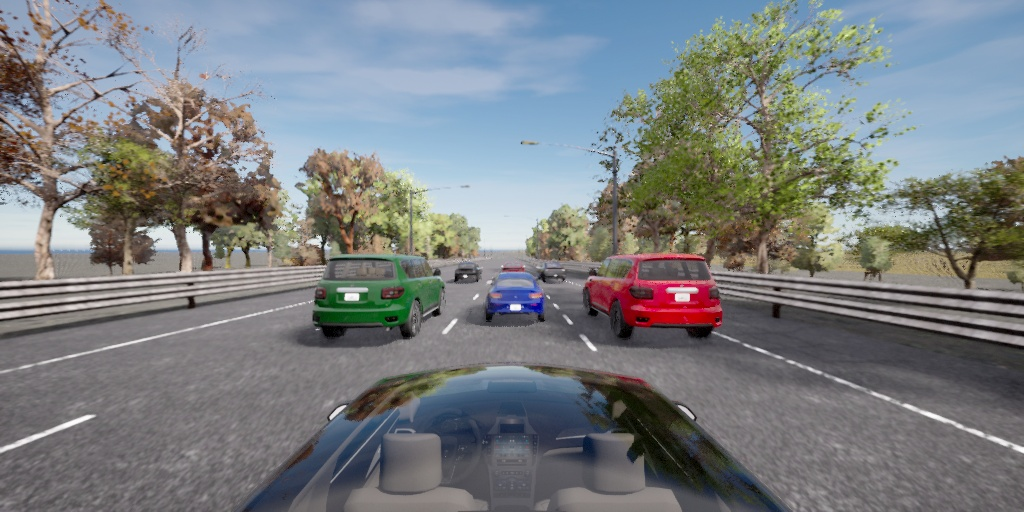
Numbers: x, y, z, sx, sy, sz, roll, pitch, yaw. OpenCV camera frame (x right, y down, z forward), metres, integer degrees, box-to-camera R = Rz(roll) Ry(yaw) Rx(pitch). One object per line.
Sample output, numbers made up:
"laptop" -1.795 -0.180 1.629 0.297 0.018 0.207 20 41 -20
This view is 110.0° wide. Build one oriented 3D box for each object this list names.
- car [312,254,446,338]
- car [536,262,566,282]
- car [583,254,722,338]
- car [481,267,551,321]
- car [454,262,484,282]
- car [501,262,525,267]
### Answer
"car" -3.400 0.965 10.297 2.150 2.045 5.566 0 0 0
"car" 3.053 1.230 28.523 2.128 1.511 4.902 0 0 -3
"car" 3.585 0.966 10.253 2.150 2.045 5.566 0 0 0
"car" 0.098 1.269 12.313 1.812 1.442 4.674 0 0 0
"car" -3.405 1.243 28.621 1.837 1.490 4.892 0 0 0
"car" 0.107 1.216 30.204 1.882 1.535 5.008 0 0 0
